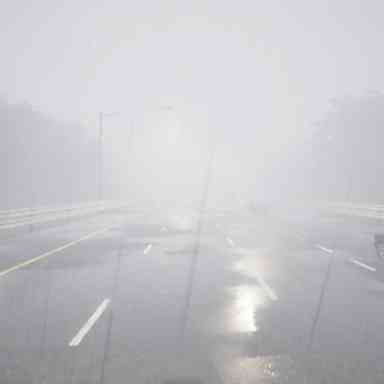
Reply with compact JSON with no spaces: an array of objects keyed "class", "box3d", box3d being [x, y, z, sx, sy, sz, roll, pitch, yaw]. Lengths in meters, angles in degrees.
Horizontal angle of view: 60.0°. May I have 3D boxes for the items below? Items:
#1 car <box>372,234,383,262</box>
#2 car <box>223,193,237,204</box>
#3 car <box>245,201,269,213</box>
[{"class":"car","box3d":[7.005,1.604,9.094,1.895,1.301,4.718,0,0,0]},{"class":"car","box3d":[7.218,1.218,63.076,2.150,2.045,5.566,0,0,0]},{"class":"car","box3d":[7.075,1.606,36.826,1.895,1.301,4.718,0,0,0]}]
